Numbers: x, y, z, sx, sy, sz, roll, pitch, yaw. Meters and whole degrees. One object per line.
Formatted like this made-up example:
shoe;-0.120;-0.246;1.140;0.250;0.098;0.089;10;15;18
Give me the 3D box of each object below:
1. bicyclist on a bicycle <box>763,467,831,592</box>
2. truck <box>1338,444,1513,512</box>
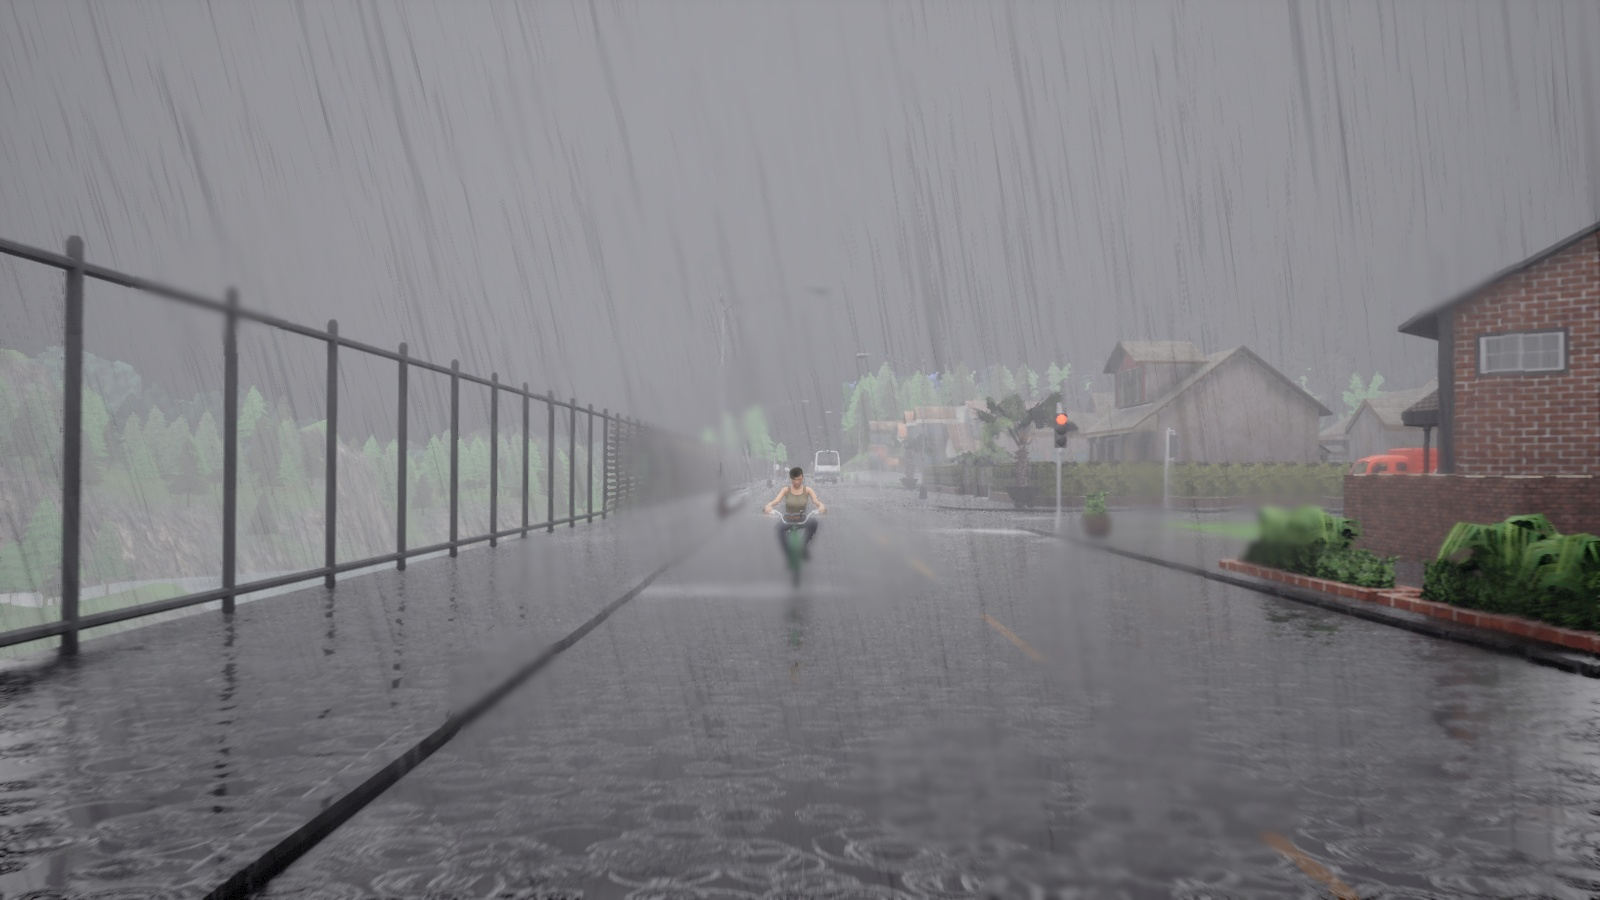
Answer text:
bicyclist on a bicycle;-0.036;1.036;16.978;0.866;1.612;1.509;0;-1;0
truck;23.285;1.024;46.957;5.204;2.467;2.627;0;-1;0
